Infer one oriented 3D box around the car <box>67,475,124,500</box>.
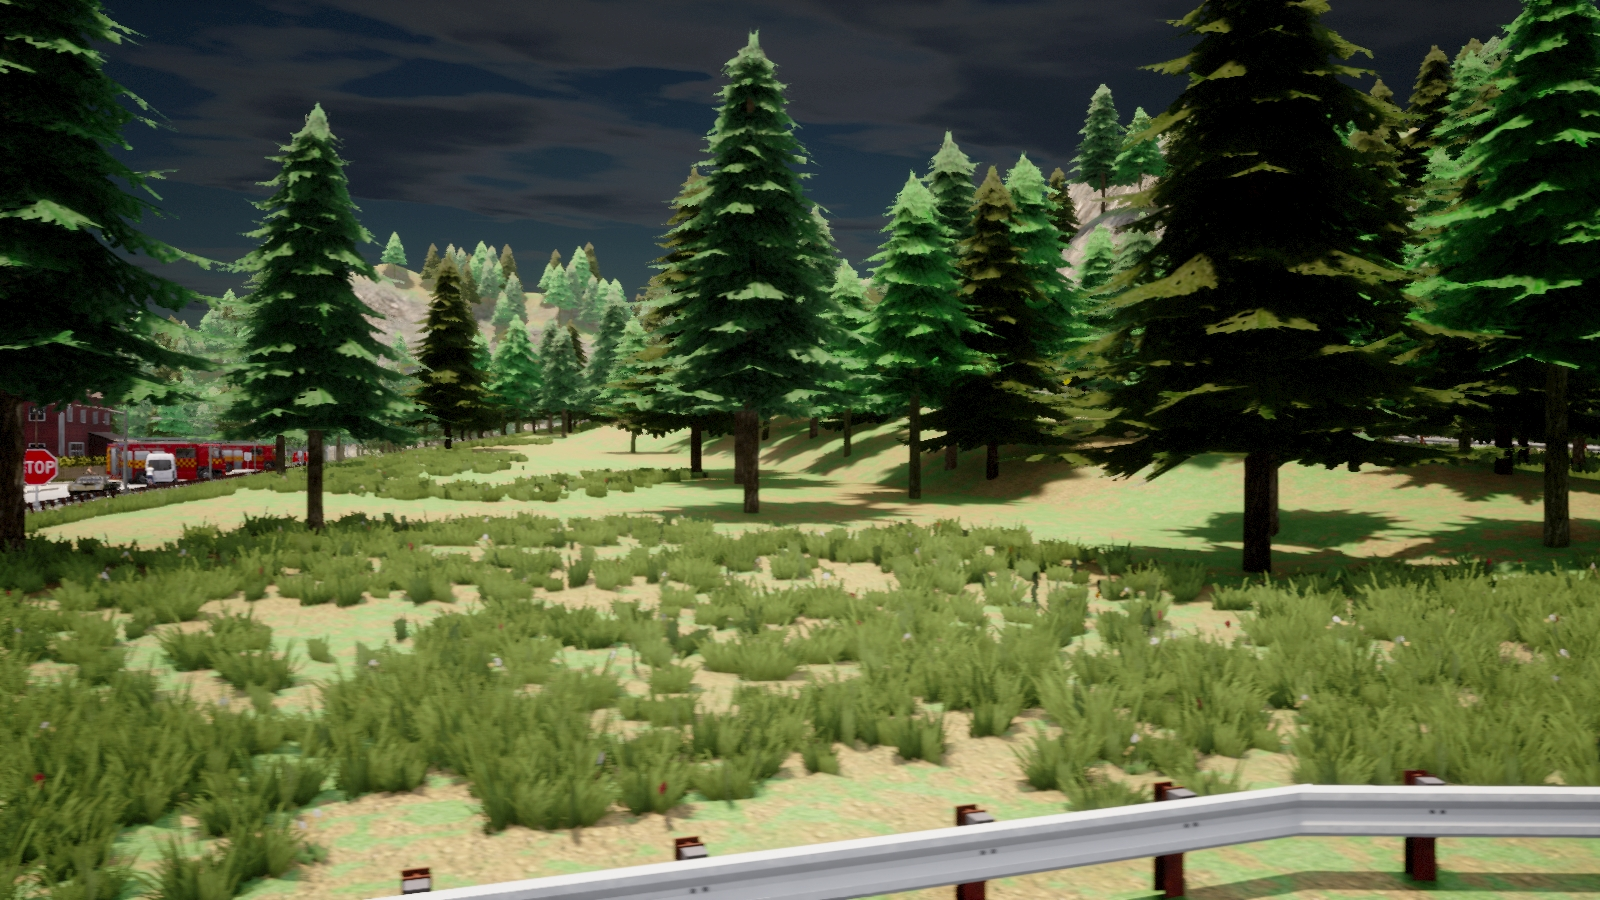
[{"bbox_3d":[-41.383,2.156,67.191,1.895,1.301,4.718,0,0,-19],"label":"car"}]
